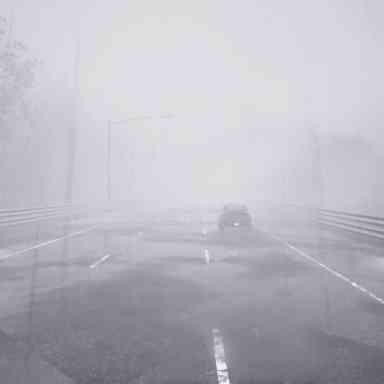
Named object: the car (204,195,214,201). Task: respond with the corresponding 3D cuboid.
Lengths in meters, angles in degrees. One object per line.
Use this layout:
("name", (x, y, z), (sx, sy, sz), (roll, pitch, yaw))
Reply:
("car", (4.130, 1.676, 85.789), (1.895, 1.301, 4.718), (0, 0, 7))

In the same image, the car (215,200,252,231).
("car", (2.576, 1.514, 20.855), (1.837, 1.490, 4.892), (0, 0, 2))

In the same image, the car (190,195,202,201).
("car", (0.599, 1.621, 85.736), (2.033, 1.411, 5.357), (0, 0, 7))

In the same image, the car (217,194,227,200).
("car", (7.694, 1.437, 86.132), (2.097, 1.767, 4.553), (0, 0, 7))
